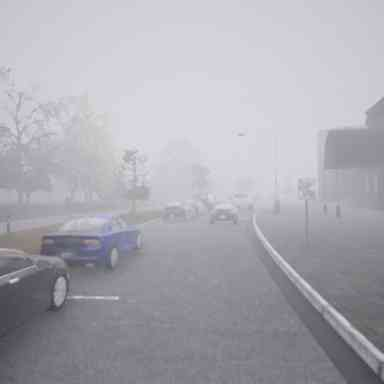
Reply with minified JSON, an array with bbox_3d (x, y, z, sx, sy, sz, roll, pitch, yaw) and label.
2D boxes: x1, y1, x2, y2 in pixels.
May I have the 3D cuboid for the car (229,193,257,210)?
[{"bbox_3d":[6.441,1.141,41.607,2.150,2.045,5.566,-1,-1,16],"label":"car"}]

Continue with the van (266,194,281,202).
[{"bbox_3d":[18.991,1.398,79.067,1.878,1.987,4.442,-3,-1,30],"label":"van"}]

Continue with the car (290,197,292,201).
[{"bbox_3d":[25.131,1.737,88.267,2.002,1.452,4.674,-3,-1,35],"label":"car"}]

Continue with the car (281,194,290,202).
[{"bbox_3d":[21.960,1.412,83.700,2.435,2.045,5.566,-3,-1,31],"label":"car"}]

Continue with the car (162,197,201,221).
[{"bbox_3d":[-1.022,1.464,27.067,2.231,1.521,4.892,-3,0,12],"label":"car"}]

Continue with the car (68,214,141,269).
[{"bbox_3d":[-3.073,1.470,11.158,2.097,1.535,5.008,0,0,5],"label":"car"}]

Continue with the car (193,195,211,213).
[{"bbox_3d":[0.106,1.458,32.543,2.231,1.521,4.892,-3,0,12],"label":"car"}]

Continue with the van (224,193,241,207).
[{"bbox_3d":[6.605,1.244,54.048,1.878,1.987,4.442,-3,-1,19],"label":"van"}]

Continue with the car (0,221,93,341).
[{"bbox_3d":[-3.459,1.481,4.842,2.231,1.521,4.892,0,0,3],"label":"car"}]

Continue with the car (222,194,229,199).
[{"bbox_3d":[4.731,1.452,48.858,1.946,1.575,5.366,-3,-1,20],"label":"car"}]

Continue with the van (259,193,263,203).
[{"bbox_3d":[13.475,1.320,69.335,1.878,1.987,4.442,-3,-1,25],"label":"van"}]

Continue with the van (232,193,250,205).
[{"bbox_3d":[8.724,1.263,59.226,1.878,1.987,4.442,-3,-1,24],"label":"van"}]

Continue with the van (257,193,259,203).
[{"bbox_3d":[11.020,1.289,64.325,1.878,1.987,4.442,-3,-1,24],"label":"van"}]

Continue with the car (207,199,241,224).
[{"bbox_3d":[2.427,1.485,24.400,1.812,1.442,4.674,0,0,10],"label":"car"}]

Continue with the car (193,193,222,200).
[{"bbox_3d":[1.421,1.200,38.013,2.435,2.045,5.566,-3,0,15],"label":"car"}]
